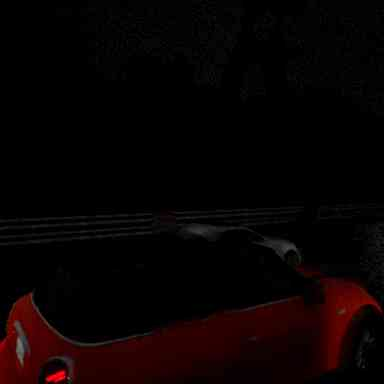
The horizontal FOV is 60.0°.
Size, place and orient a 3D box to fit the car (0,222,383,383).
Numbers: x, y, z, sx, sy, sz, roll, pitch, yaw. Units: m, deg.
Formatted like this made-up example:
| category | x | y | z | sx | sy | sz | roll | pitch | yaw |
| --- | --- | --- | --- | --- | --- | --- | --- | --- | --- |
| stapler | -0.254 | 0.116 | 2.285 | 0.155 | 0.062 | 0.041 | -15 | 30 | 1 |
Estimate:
| category | x | y | z | sx | sy | sz | roll | pitch | yaw |
| --- | --- | --- | --- | --- | --- | --- | --- | --- | --- |
| car | 0.322 | 1.342 | 3.970 | 4.553 | 1.767 | 2.097 | 1 | 0 | -35 |

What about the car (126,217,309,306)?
| category | x | y | z | sx | sy | sz | roll | pitch | yaw |
| --- | --- | --- | --- | --- | --- | --- | --- | --- | --- |
| car | 0.845 | 1.525 | 8.650 | 4.674 | 1.442 | 1.812 | 0 | 0 | -35 |
